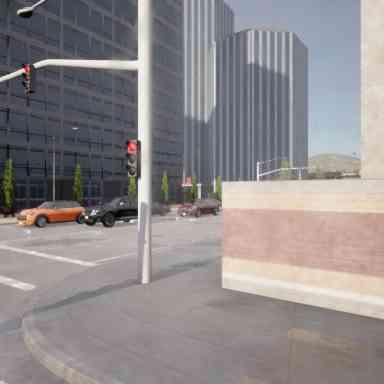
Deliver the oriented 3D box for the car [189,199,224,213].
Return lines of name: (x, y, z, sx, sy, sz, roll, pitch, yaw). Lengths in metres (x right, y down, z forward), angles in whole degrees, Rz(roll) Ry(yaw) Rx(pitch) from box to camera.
car: (1.782, 1.560, 39.072, 1.837, 1.490, 4.892, 0, 0, 36)

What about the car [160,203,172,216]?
car: (-4.144, 1.603, 30.842, 2.033, 1.411, 5.357, 0, 0, 36)

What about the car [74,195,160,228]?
car: (-5.114, 1.277, 23.494, 2.150, 2.045, 5.566, 0, 0, 36)

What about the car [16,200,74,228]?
car: (-9.669, 1.407, 23.147, 2.097, 1.767, 4.553, 0, 0, 36)

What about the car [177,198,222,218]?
car: (0.615, 1.407, 31.463, 2.097, 1.767, 4.553, 0, 0, 36)
